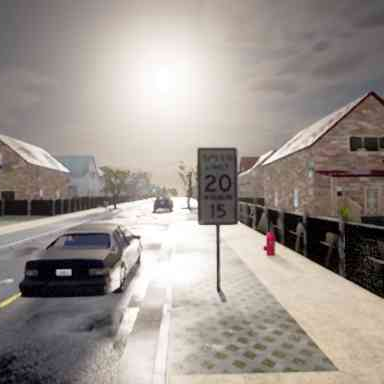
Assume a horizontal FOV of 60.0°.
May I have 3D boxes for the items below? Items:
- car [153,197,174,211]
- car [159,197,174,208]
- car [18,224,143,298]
[{"bbox_3d":[-3.369,1.311,39.195,2.097,1.767,4.553,0,0,-1],"label":"car"},{"bbox_3d":[-3.733,1.536,49.444,1.994,1.385,4.181,0,0,-2],"label":"car"},{"bbox_3d":[-2.464,1.538,8.695,2.033,1.411,5.357,0,0,-2],"label":"car"}]
